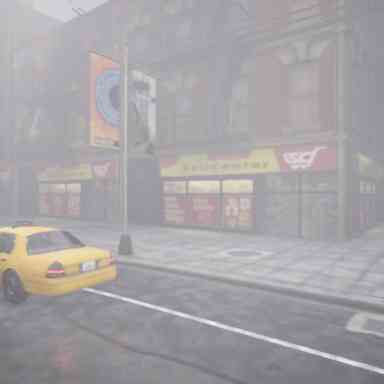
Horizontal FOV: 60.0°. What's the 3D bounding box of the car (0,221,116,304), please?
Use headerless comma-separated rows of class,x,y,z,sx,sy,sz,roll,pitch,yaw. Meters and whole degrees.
car,-4.288,1.484,8.150,5.366,1.575,1.801,0,0,32
